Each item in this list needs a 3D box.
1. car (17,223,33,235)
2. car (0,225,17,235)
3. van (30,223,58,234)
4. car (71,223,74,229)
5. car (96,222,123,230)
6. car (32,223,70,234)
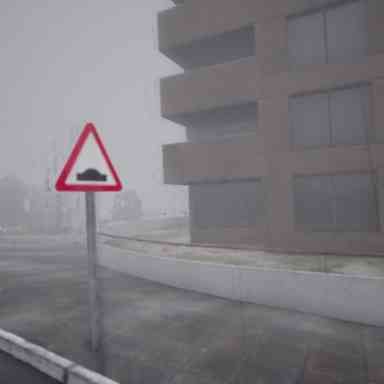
[{"bbox_3d":[-30.203,6.402,55.953,5.366,1.575,1.946,-1,-6,6],"label":"car"},{"bbox_3d":[-31.341,6.141,53.227,4.674,1.452,2.002,-1,-7,6],"label":"car"},{"bbox_3d":[-27.262,6.772,61.365,4.442,1.987,1.878,-1,-7,6],"label":"van"},{"bbox_3d":[-26.049,7.298,64.045,4.892,1.521,2.231,-2,-6,6],"label":"car"},{"bbox_3d":[-17.254,7.825,70.221,2.097,1.767,4.553,-3,-7,25],"label":"car"},{"bbox_3d":[-23.906,6.464,56.533,2.128,1.511,4.902,-3,-7,26],"label":"car"}]
